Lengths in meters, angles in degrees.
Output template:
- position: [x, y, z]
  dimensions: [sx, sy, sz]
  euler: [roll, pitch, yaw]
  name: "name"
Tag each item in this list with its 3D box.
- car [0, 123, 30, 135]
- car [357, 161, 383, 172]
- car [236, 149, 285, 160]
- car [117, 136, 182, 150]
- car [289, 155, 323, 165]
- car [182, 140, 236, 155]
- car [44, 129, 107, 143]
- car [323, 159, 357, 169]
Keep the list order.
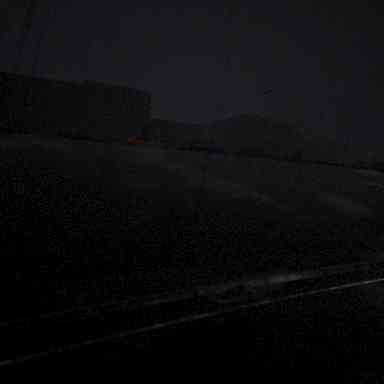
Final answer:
- position: [-14.024, -4.246, 23.495]
  dimensions: [4.892, 1.521, 2.231]
  euler: [2, -1, -22]
  name: "car"
- position: [20.837, -2.846, 40.679]
  dimensions: [4.553, 1.767, 2.185]
  euler: [3, -1, -30]
  name: "car"
- position: [6.304, -3.357, 32.724]
  dimensions: [4.792, 1.488, 2.163]
  euler: [2, -1, -26]
  name: "car"
- position: [-3.828, -3.823, 27.854]
  dimensions: [5.008, 1.535, 2.097]
  euler: [2, -1, -24]
  name: "car"
- position: [11.199, -3.133, 35.265]
  dimensions: [4.674, 1.452, 2.002]
  euler: [3, -1, -27]
  name: "car"
- position: [1.179, -3.734, 30.188]
  dimensions: [4.553, 1.767, 2.185]
  euler: [2, -1, -25]
  name: "car"
- position: [-8.904, -3.998, 25.619]
  dimensions: [4.674, 1.452, 2.002]
  euler: [2, -1, -23]
  name: "car"
- position: [15.953, -2.959, 37.864]
  dimensions: [4.892, 1.521, 2.231]
  euler: [3, -1, -29]
  name: "car"
